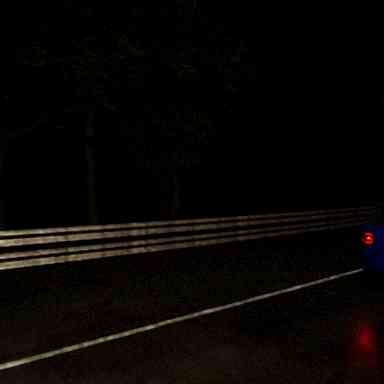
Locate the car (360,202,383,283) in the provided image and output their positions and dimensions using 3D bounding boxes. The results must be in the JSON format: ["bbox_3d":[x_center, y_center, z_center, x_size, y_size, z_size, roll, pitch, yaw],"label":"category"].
[{"bbox_3d":[6.457,1.181,8.360,5.566,2.045,2.150,-1,0,-36],"label":"car"}]
